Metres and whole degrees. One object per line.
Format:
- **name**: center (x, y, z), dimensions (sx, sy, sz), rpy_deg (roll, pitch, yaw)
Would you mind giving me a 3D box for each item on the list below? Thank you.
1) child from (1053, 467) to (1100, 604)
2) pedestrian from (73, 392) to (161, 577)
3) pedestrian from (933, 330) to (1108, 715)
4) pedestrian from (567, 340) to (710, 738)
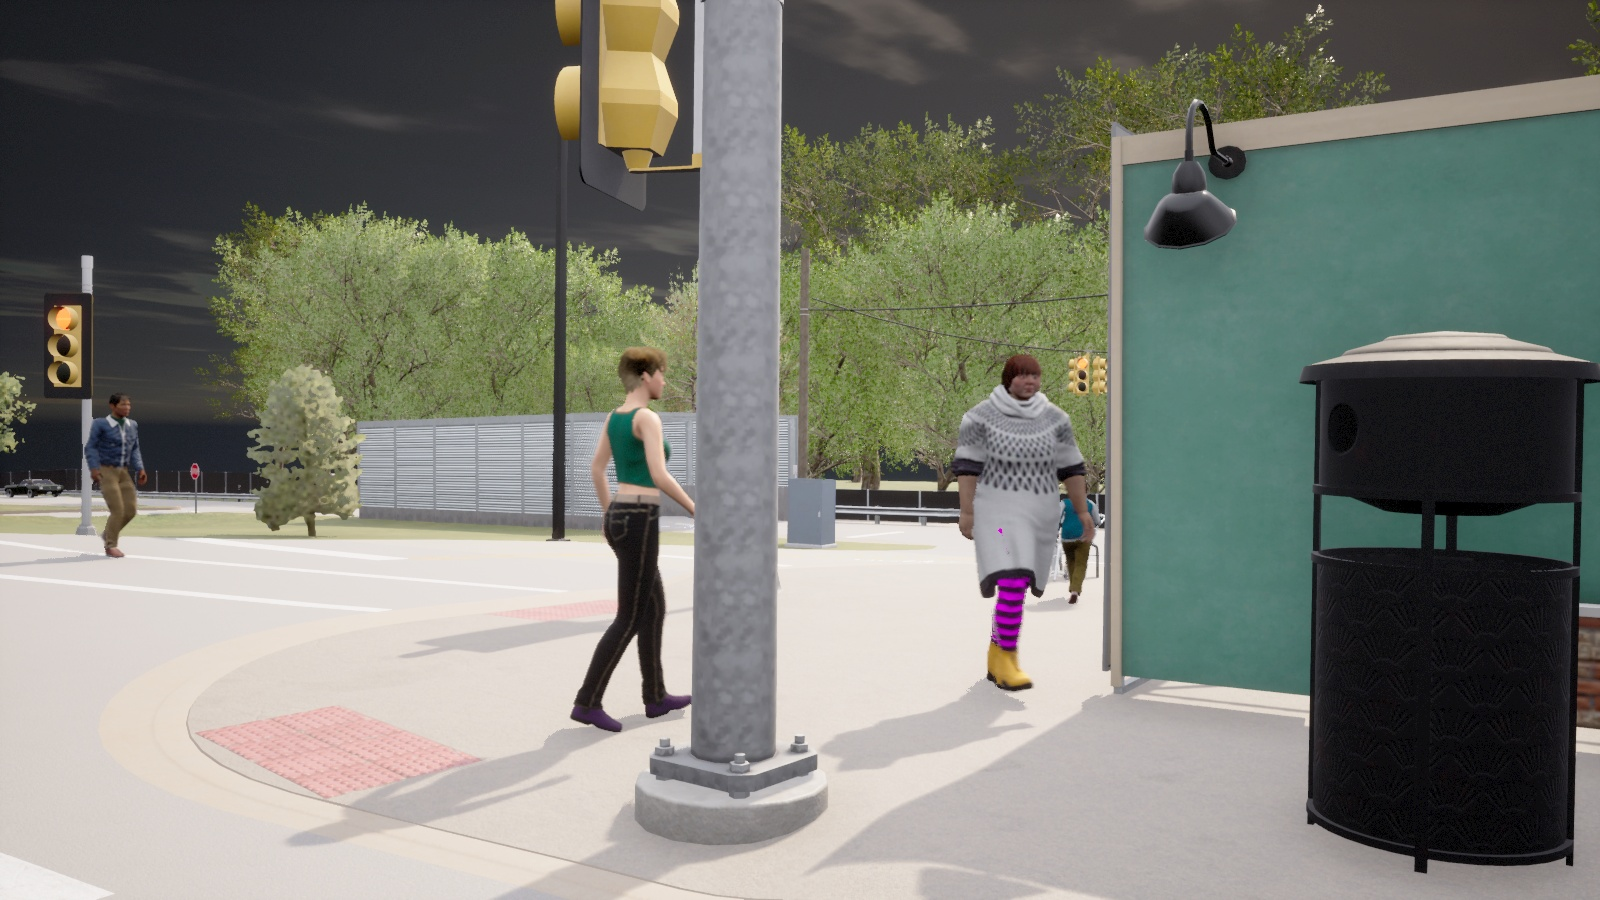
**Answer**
- **child**: center (2.498, 0.753, 11.322), dimensions (0.343, 1.192, 0.448), rpy_deg (0, 1, 22)
- **pedestrian**: center (-7.375, 0.356, 13.561), dimensions (0.788, 1.949, 0.423), rpy_deg (0, 1, 24)
- **pedestrian**: center (1.176, 0.360, 6.842), dimensions (0.659, 1.952, 0.873), rpy_deg (0, 1, -12)
- **pedestrian**: center (-0.782, 0.408, 6.071), dimensions (0.594, 1.836, 0.345), rpy_deg (-1, 1, -26)
